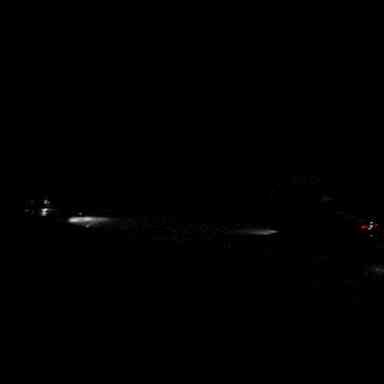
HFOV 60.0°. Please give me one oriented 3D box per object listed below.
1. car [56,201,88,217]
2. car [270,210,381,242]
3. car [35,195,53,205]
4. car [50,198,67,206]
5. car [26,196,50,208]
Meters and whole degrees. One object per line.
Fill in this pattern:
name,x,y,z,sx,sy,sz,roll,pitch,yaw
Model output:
car,-13.024,1.969,36.578,1.895,1.301,4.718,-1,1,-38
car,6.643,1.653,17.169,2.033,1.411,5.357,-1,0,-38
car,-27.252,1.419,61.051,1.837,1.490,4.892,-1,2,-38
car,-20.967,1.705,52.927,1.895,1.301,4.718,-1,2,-37
car,-23.770,1.518,50.650,2.097,1.767,4.553,-1,2,-38
